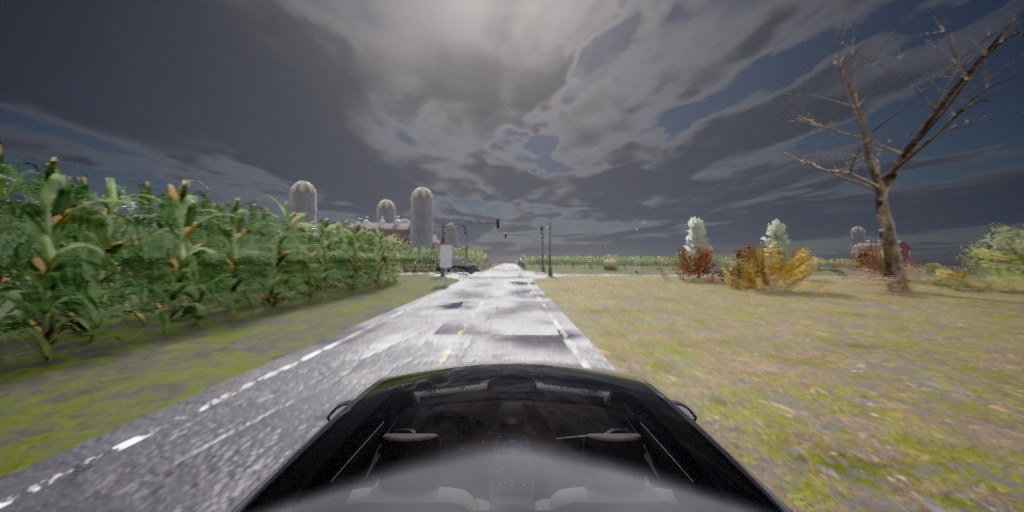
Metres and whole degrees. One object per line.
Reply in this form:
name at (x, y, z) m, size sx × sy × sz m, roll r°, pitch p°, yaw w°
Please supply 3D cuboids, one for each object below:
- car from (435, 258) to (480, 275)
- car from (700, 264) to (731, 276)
car at (-6.907, 1.278, 45.612) m, size 5.566 × 2.045 × 2.150 m, roll 1°, pitch -1°, yaw -4°
car at (27.756, 1.859, 47.918) m, size 4.902 × 1.511 × 2.128 m, roll 1°, pitch -2°, yaw -4°
